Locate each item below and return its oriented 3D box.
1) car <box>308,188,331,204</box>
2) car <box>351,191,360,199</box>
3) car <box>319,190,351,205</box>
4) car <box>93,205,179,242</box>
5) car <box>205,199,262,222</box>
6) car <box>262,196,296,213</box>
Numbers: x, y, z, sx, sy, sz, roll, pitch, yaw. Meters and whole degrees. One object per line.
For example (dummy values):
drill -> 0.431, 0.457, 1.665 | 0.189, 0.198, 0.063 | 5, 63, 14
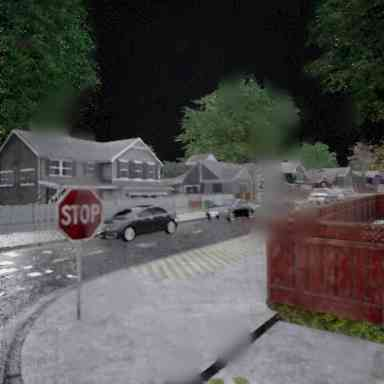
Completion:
car -> 17.265, 0.502, 44.330 | 2.150, 2.045, 5.566 | -1, 0, 35
car -> 22.478, 0.666, 46.982 | 2.128, 1.511, 4.902 | -1, 1, 35
car -> 16.664, 0.863, 38.579 | 1.837, 1.490, 4.892 | -1, 1, 35
car -> -2.591, 1.418, 16.095 | 1.837, 1.490, 4.892 | -1, 1, 35
car -> 2.777, 1.240, 23.769 | 2.128, 1.511, 4.902 | -1, 1, 35
car -> 8.330, 1.122, 31.701 | 2.033, 1.411, 5.357 | -1, 1, 35
